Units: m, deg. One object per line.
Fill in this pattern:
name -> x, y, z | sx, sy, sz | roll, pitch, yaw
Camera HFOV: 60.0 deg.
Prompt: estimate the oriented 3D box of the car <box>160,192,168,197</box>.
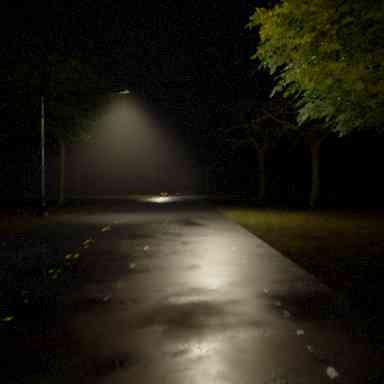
car -> -7.644, 0.727, 91.938 | 1.882, 1.535, 5.008 | 0, 1, -1
